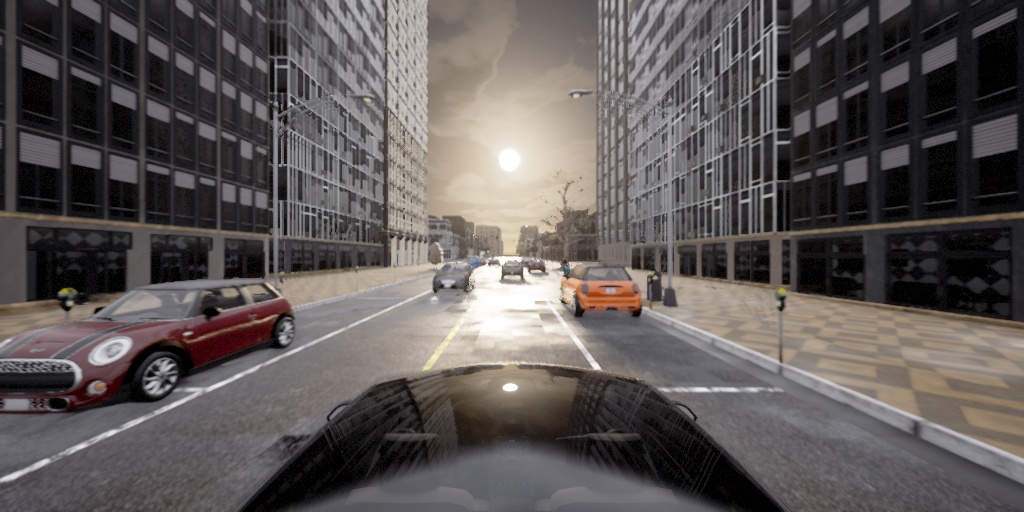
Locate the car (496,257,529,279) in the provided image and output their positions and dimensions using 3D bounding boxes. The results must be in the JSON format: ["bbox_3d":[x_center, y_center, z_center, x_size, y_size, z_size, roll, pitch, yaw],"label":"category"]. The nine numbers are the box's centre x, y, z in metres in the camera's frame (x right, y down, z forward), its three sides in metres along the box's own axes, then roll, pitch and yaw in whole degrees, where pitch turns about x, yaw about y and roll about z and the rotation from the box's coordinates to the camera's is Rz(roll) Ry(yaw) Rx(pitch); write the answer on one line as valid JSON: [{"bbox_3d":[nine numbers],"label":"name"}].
[{"bbox_3d":[0.043,1.102,30.143,2.128,1.511,4.902,0,0,0],"label":"car"}]

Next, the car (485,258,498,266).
[{"bbox_3d":[-3.036,1.014,61.264,1.994,1.385,4.181,0,0,1],"label":"car"}]

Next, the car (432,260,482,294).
[{"bbox_3d":[-3.100,1.153,19.798,2.128,1.511,4.902,0,0,0],"label":"car"}]

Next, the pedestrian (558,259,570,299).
[{"bbox_3d":[2.326,0.975,15.805,0.375,1.860,0.375,0,0,-2],"label":"pedestrian"}]

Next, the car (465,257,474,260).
[{"bbox_3d":[-5.694,1.084,40.098,1.751,1.417,4.829,0,0,0],"label":"car"}]

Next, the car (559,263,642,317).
[{"bbox_3d":[2.998,1.046,13.018,2.097,1.767,4.553,0,0,0],"label":"car"}]

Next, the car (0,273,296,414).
[{"bbox_3d":[-5.691,1.168,6.115,1.967,1.591,4.097,0,0,0],"label":"car"}]

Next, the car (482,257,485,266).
[{"bbox_3d":[-5.695,0.881,63.037,1.967,1.591,4.097,0,0,0],"label":"car"}]

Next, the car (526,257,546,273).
[{"bbox_3d":[2.687,0.998,40.253,1.967,1.591,4.097,0,0,0],"label":"car"}]

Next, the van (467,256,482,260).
[{"bbox_3d":[-5.695,0.840,51.653,1.690,1.789,3.998,0,0,0],"label":"van"}]
